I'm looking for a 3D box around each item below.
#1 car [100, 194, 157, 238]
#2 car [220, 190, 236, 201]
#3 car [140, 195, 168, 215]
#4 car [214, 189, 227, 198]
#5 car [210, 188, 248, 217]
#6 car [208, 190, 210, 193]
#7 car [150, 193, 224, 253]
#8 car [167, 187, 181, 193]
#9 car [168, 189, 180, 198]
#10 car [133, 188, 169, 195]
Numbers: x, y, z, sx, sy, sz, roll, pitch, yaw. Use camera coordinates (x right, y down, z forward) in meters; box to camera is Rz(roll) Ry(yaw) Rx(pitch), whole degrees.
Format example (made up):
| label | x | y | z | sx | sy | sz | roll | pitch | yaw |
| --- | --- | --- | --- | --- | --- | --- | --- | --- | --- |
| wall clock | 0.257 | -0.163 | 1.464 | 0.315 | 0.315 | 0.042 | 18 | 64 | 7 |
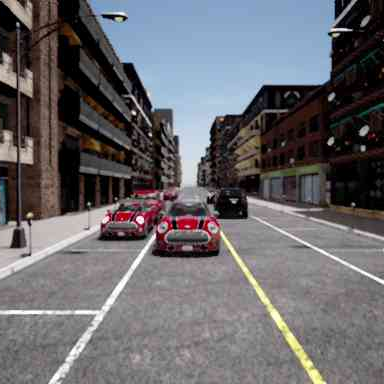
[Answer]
| label | x | y | z | sx | sy | sz | roll | pitch | yaw |
| --- | --- | --- | --- | --- | --- | --- | --- | --- | --- |
| car | -2.833 | 1.103 | 15.249 | 1.967 | 1.590 | 4.097 | 0 | 1 | 0 |
| car | 5.263 | 0.468 | 49.296 | 1.752 | 1.417 | 4.829 | 0 | 1 | 0 |
| car | -2.928 | 1.001 | 26.522 | 1.802 | 1.307 | 4.206 | 0 | 1 | 0 |
| car | 5.171 | 0.245 | 60.396 | 1.887 | 1.381 | 4.507 | 0 | 1 | 0 |
| car | 2.821 | 0.688 | 25.034 | 2.150 | 2.045 | 5.566 | 0 | 2 | 0 |
| car | 2.697 | 0.709 | 41.414 | 1.895 | 1.301 | 4.718 | 0 | 1 | 0 |
| car | -0.104 | 1.081 | 12.408 | 2.097 | 1.767 | 4.553 | 0 | 1 | 1 |
| car | -3.114 | 0.246 | 49.055 | 2.192 | 1.841 | 5.009 | 0 | 1 | 0 |
| car | -3.209 | 0.230 | 60.330 | 1.887 | 1.381 | 4.507 | 0 | 1 | 0 |
| car | -2.879 | 0.856 | 20.881 | 2.192 | 1.841 | 5.009 | 0 | 1 | 0 |
